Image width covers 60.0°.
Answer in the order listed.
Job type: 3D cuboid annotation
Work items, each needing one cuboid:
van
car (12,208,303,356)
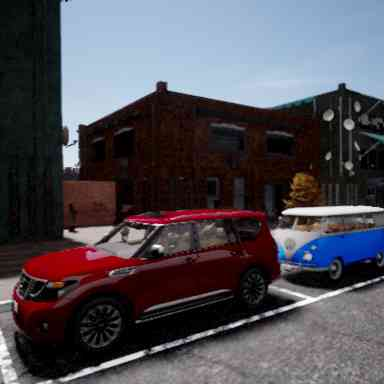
[{"bbox_3d":[4.044,1.318,9.446,3.998,1.788,1.690,0,0,-35],"label":"van"},{"bbox_3d":[-0.474,1.307,6.226,5.009,1.841,2.192,0,0,-35],"label":"car"}]
